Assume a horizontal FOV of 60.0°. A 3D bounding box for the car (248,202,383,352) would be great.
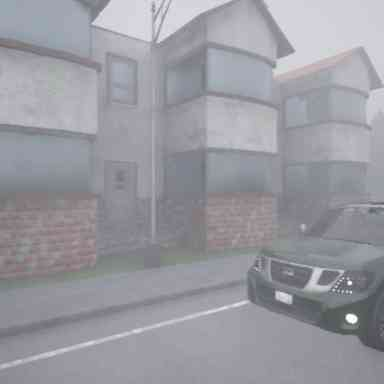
[{"bbox_3d":[3.624,1.239,6.563,5.566,2.045,2.150,1,0,-35],"label":"car"}]
